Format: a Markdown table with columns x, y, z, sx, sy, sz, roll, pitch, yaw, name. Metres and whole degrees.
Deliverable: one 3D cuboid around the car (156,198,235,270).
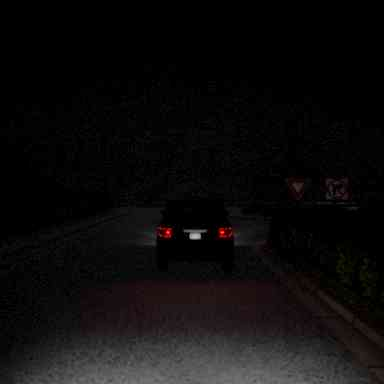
| x | y | z | sx | sy | sz | roll | pitch | yaw | name |
| --- | --- | --- | --- | --- | --- | --- | --- | --- | --- |
| 0.092 | 1.201 | 11.036 | 2.150 | 2.045 | 5.566 | 0 | 0 | 0 | car |
